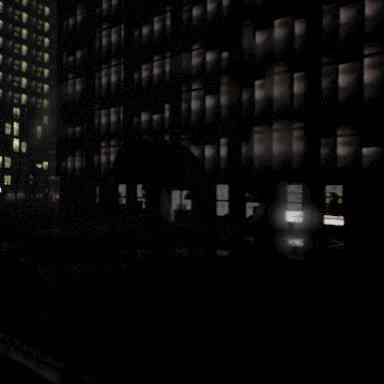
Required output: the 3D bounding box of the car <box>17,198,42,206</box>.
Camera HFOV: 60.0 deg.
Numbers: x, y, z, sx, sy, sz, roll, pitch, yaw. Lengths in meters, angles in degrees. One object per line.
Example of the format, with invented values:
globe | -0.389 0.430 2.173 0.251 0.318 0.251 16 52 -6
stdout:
car | -29.909 1.724 61.121 1.967 1.590 4.097 0 0 35
